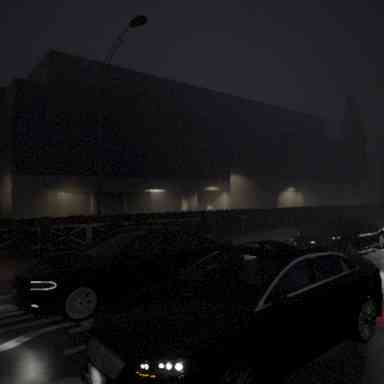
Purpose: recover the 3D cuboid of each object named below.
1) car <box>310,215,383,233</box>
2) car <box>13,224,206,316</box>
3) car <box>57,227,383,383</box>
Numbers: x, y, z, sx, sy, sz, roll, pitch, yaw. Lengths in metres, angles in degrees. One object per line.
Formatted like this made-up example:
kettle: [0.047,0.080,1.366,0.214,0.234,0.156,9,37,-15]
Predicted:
car: [5.866,1.613,13.070,4.181,1.385,1.994,0,0,-38]
car: [-1.227,1.533,7.535,5.008,1.535,1.882,0,0,-38]
car: [0.974,1.518,4.750,4.902,1.511,2.128,0,0,-40]
